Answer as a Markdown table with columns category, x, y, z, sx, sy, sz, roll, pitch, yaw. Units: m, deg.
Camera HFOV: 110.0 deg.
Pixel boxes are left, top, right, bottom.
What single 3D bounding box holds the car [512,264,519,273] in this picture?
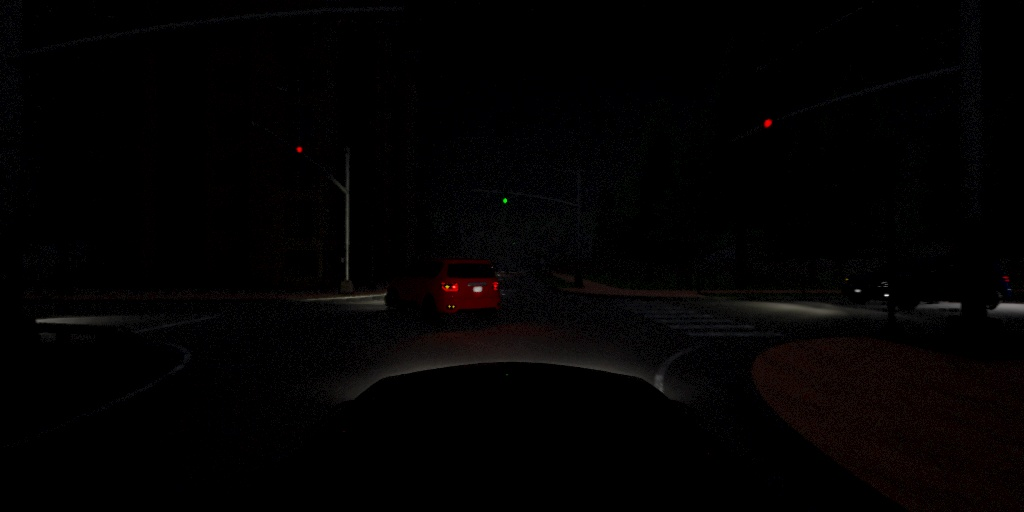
| category | x | y | z | sx | sy | sz | roll | pitch | yaw |
| --- | --- | --- | --- | --- | --- | --- | --- | --- | --- |
| car | 0.093 | 1.895 | 54.710 | 1.812 | 1.442 | 4.674 | 0 | -1 | 0 |

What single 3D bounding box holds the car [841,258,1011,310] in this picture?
| category | x | y | z | sx | sy | sz | roll | pitch | yaw |
| --- | --- | --- | --- | --- | --- | --- | --- | --- | --- |
| car | 17.316 | 1.114 | 15.163 | 5.566 | 2.045 | 2.150 | 0 | -1 | -1 |

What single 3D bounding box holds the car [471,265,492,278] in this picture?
| category | x | y | z | sx | sy | sz | roll | pitch | yaw |
| --- | --- | --- | --- | --- | --- | --- | --- | --- | --- |
| car | -3.571 | 1.777 | 42.721 | 2.033 | 1.411 | 5.357 | 0 | -1 | 0 |

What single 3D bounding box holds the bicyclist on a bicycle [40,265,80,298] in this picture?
| category | x | y | z | sx | sy | sz | roll | pitch | yaw |
| --- | --- | --- | --- | --- | --- | --- | --- | --- | --- |
| bicyclist on a bicycle | -22.624 | 1.259 | 17.986 | 0.582 | 1.620 | 1.656 | 0 | -1 | -1 |

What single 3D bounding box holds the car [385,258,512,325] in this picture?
| category | x | y | z | sx | sy | sz | roll | pitch | yaw |
| --- | --- | --- | --- | --- | --- | --- | --- | --- | --- |
| car | -2.600 | 1.097 | 12.736 | 2.150 | 2.045 | 5.566 | 2 | -2 | -36 |

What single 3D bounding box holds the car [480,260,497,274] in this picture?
| category | x | y | z | sx | sy | sz | roll | pitch | yaw |
| --- | --- | --- | --- | --- | --- | --- | --- | --- | --- |
| car | -3.494 | 1.577 | 53.456 | 2.150 | 2.045 | 5.566 | 0 | -1 | 0 |
